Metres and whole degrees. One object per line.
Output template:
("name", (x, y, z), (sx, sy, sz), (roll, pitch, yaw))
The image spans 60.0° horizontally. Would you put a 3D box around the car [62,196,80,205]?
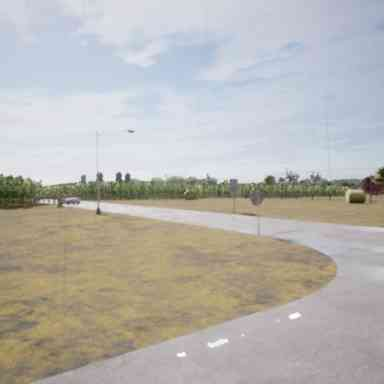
("car", (-18.342, 1.183, 50.131), (1.895, 1.301, 4.718), (-2, 1, -35))
